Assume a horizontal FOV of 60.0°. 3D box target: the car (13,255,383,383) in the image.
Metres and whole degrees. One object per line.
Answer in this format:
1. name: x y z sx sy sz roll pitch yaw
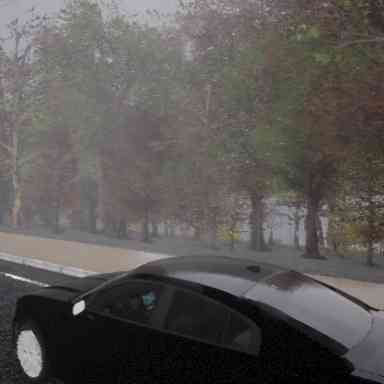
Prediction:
1. car: -0.065 1.486 3.732 5.008 1.535 1.882 0 0 36
